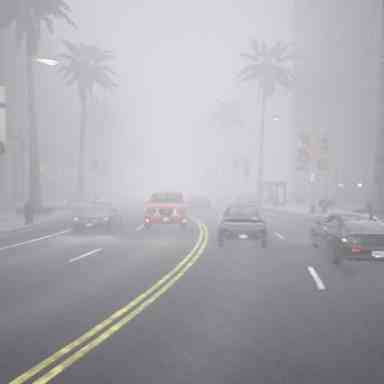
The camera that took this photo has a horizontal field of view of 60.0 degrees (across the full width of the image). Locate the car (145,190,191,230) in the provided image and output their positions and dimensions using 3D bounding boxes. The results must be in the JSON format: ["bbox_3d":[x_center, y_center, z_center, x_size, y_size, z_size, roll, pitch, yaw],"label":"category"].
[{"bbox_3d":[-1.398,0.943,19.023,2.150,2.045,5.566,0,1,-3],"label":"car"}]

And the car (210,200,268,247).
[{"bbox_3d":[2.064,1.299,13.978,2.128,1.511,4.902,0,1,6],"label":"car"}]

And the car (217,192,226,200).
[{"bbox_3d":[4.680,0.799,49.610,2.231,1.521,4.892,0,1,-9],"label":"car"}]

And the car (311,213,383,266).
[{"bbox_3d":[5.149,1.392,10.780,1.812,1.442,4.674,1,1,10],"label":"car"}]

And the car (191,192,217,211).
[{"bbox_3d":[0.667,1.032,32.600,2.128,1.511,4.902,0,1,-8],"label":"car"}]

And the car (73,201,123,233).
[{"bbox_3d":[-4.878,1.249,17.865,1.812,1.442,4.674,0,1,-2],"label":"car"}]

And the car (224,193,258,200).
[{"bbox_3d":[4.672,1.097,29.159,2.128,1.511,4.902,0,1,-7],"label":"car"}]

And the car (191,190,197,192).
[{"bbox_3d":[0.256,0.245,78.645,2.185,1.767,4.553,0,1,-9],"label":"car"}]
